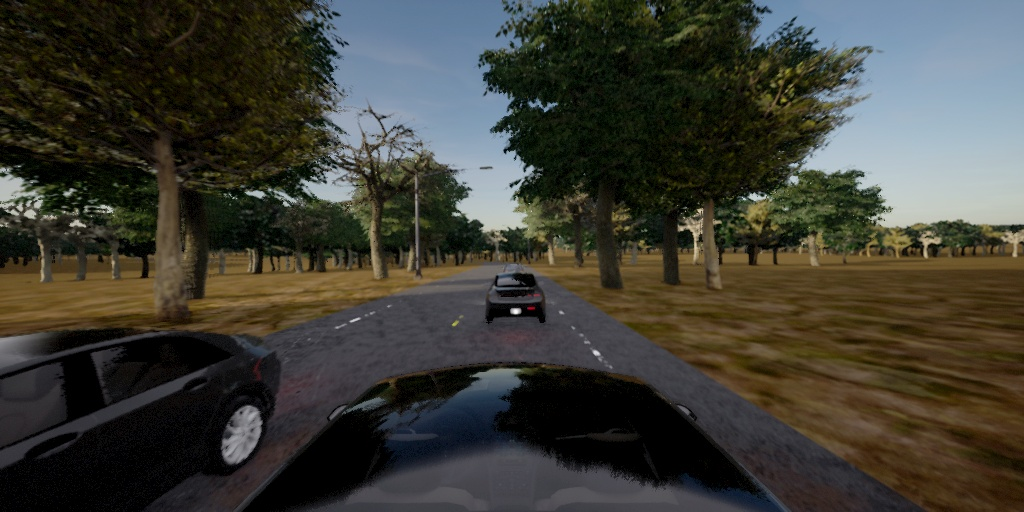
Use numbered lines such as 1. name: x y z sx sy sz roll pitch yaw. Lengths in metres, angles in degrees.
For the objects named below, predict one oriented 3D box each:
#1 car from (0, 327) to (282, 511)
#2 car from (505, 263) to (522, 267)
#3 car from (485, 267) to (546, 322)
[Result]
1. car: -3.610 1.364 2.202 1.837 1.490 4.892 -1 0 0
2. car: 0.163 1.312 31.248 2.033 1.411 5.357 0 0 0
3. car: 0.104 1.309 12.560 1.837 1.490 4.892 -1 0 0
